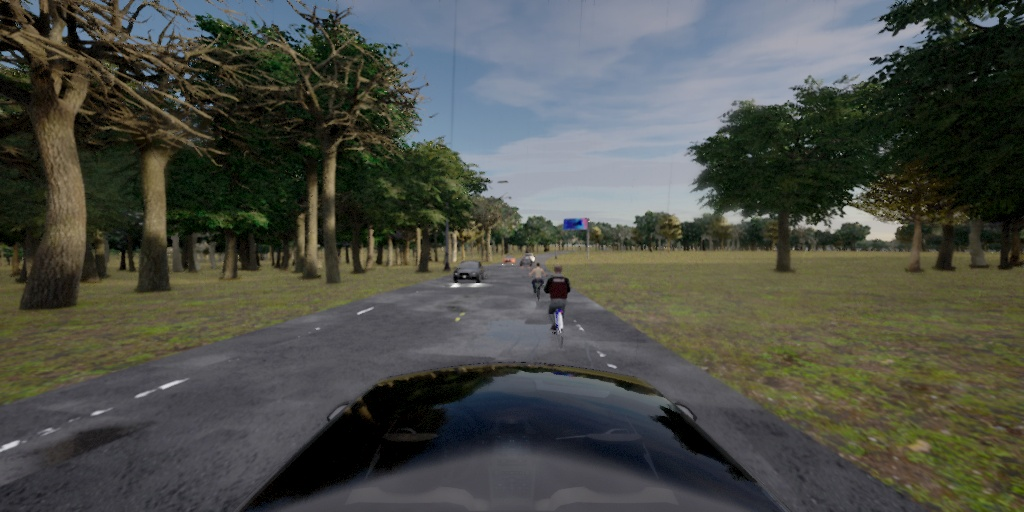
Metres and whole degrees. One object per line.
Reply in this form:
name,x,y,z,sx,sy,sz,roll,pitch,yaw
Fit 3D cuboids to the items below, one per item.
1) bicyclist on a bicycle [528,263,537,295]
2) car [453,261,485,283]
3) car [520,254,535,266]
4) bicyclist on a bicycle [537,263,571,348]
bicyclist on a bicycle,1.166,1.092,16.120,0.866,1.612,1.509,0,0,1
car,-3.093,1.103,26.370,1.837,1.490,4.892,0,0,2
car,2.365,0.892,58.958,2.128,1.511,4.902,0,0,4
bicyclist on a bicycle,1.028,1.075,8.205,0.659,1.776,1.843,0,1,1
